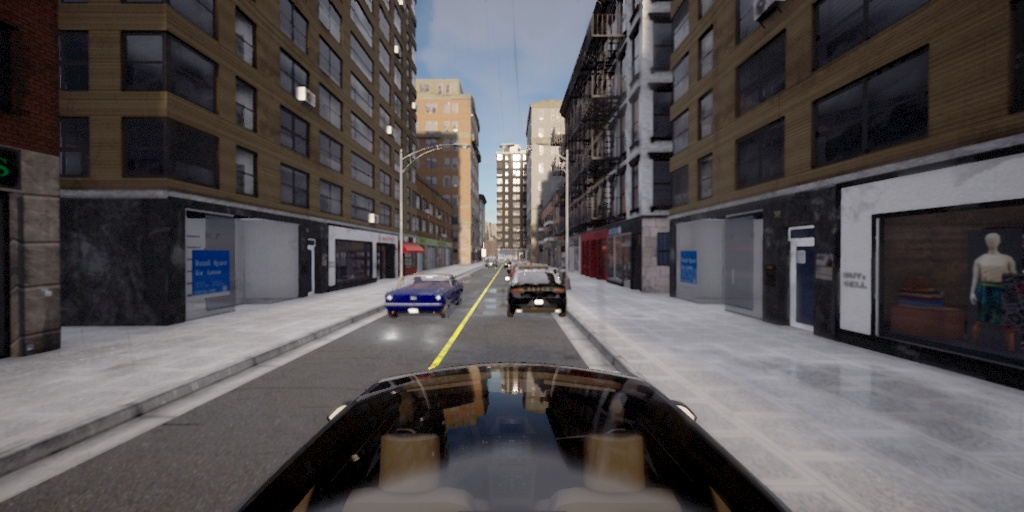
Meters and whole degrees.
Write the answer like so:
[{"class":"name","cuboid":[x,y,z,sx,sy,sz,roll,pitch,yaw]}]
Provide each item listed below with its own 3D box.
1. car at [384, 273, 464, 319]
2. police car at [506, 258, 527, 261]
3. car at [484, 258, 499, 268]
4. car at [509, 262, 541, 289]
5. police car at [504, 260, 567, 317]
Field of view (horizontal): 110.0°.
[{"class":"car","cuboid":[-2.905,1.299,12.736,1.895,1.301,4.718,0,0,0]},{"class":"police car","cuboid":[0.691,1.045,29.044,1.930,1.638,5.238,0,0,0]},{"class":"car","cuboid":[-3.090,0.991,54.227,2.128,1.511,4.902,0,0,0]},{"class":"car","cuboid":[0.721,1.175,22.934,1.812,1.442,4.674,0,0,0]},{"class":"police car","cuboid":[0.771,1.123,13.044,1.930,1.638,5.238,0,0,0]}]
